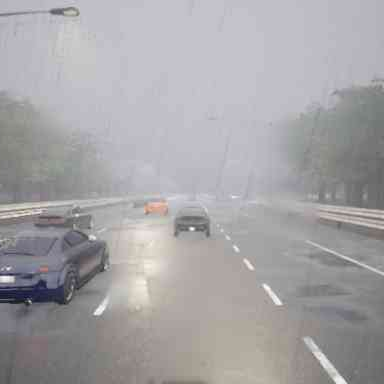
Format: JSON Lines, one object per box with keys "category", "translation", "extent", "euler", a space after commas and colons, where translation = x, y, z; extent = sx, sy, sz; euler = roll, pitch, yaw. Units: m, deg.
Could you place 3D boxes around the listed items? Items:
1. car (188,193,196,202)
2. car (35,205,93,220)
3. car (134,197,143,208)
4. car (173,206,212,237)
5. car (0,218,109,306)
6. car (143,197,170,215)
{"category": "car", "translation": [0.039, 1.548, 79.828], "extent": [2.033, 1.411, 5.357], "euler": [0, 0, 0]}
{"category": "car", "translation": [-6.887, 1.506, 18.346], "extent": [1.837, 1.490, 4.892], "euler": [0, 0, 0]}
{"category": "car", "translation": [-6.879, 1.493, 46.336], "extent": [2.128, 1.511, 4.902], "euler": [0, 0, 0]}
{"category": "car", "translation": [0.006, 1.506, 18.207], "extent": [1.837, 1.490, 4.892], "euler": [0, 0, 0]}
{"category": "car", "translation": [-3.393, 1.564, 8.078], "extent": [1.994, 1.385, 4.181], "euler": [0, 0, 0]}
{"category": "car", "translation": [-3.382, 1.353, 33.946], "extent": [2.097, 1.767, 4.553], "euler": [0, 0, 0]}
